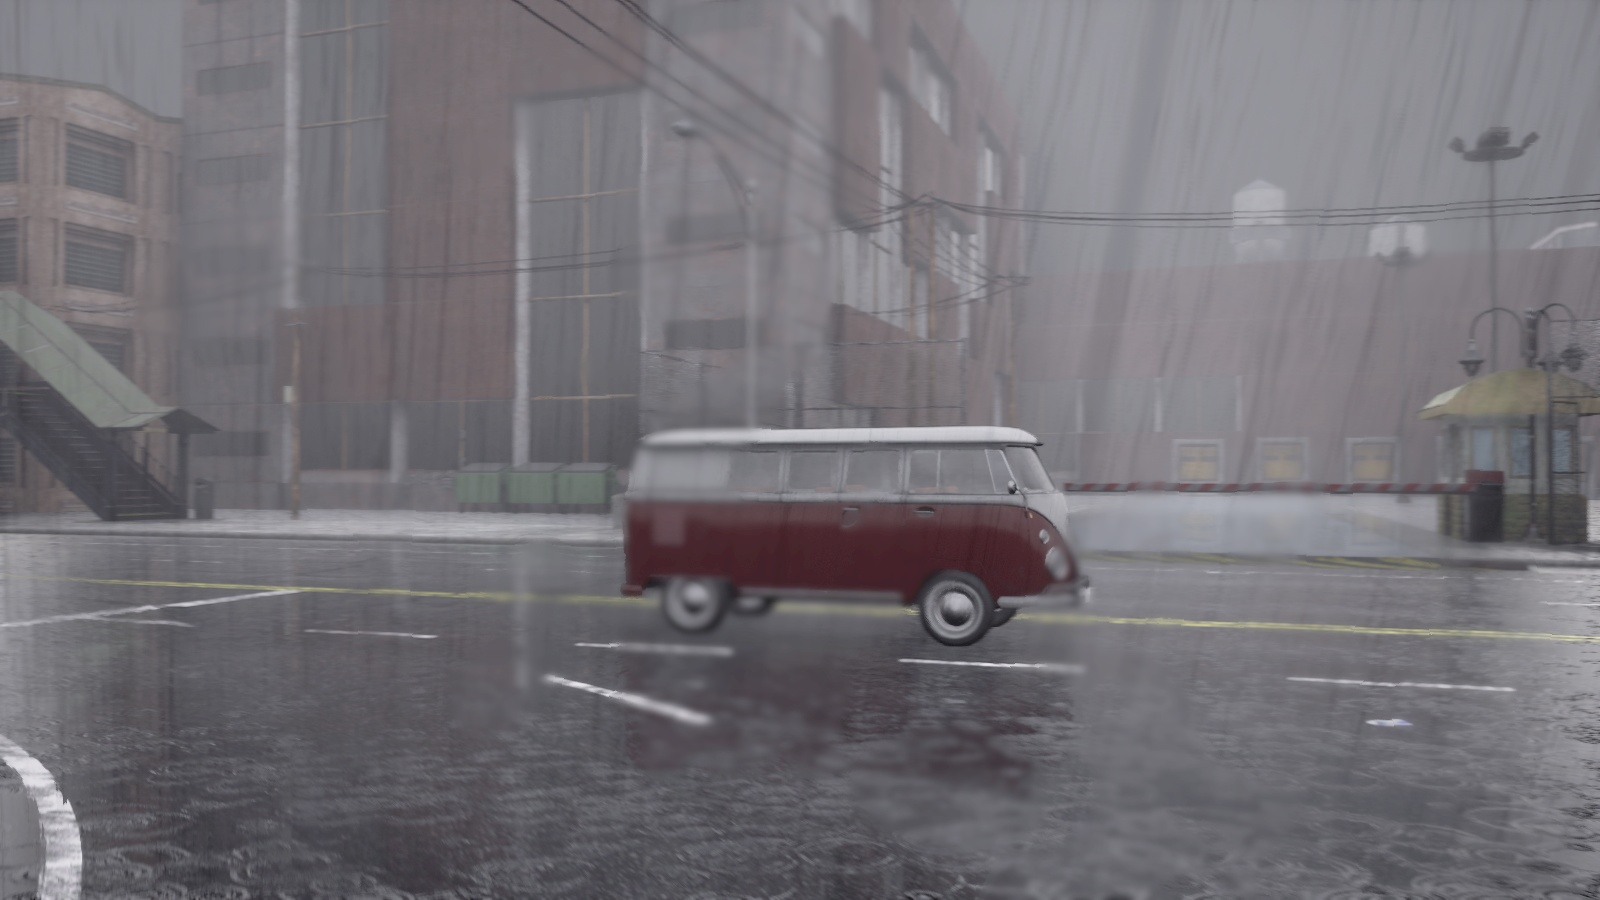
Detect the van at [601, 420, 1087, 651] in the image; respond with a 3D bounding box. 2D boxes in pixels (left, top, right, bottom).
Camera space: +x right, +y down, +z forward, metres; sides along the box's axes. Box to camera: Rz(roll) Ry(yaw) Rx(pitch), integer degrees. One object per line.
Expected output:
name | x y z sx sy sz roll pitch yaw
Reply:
van | 0.457 0.774 12.367 4.442 1.987 1.775 -1 -1 19
